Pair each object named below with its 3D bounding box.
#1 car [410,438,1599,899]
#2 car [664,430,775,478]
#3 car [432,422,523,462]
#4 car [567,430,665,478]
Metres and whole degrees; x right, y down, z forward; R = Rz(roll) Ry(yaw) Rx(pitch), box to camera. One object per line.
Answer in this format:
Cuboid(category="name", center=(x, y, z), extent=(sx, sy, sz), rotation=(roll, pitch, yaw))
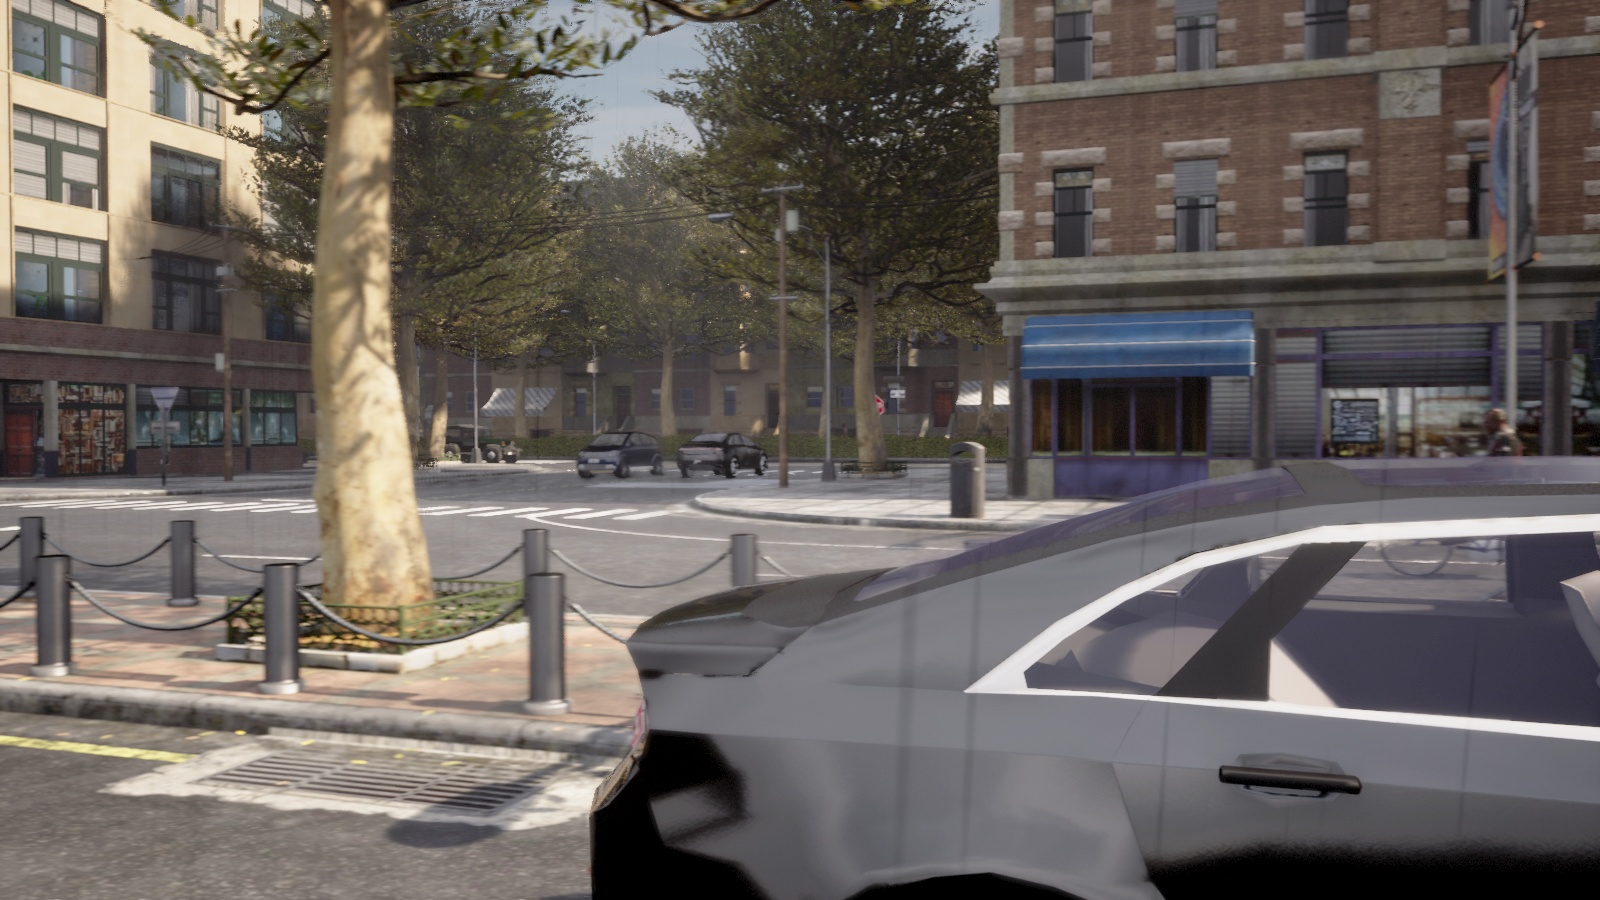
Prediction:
Cuboid(category="car", center=(1.945, 0.749, 2.538), extent=(4.902, 1.511, 2.128), rotation=(1, 1, 19))
Cuboid(category="car", center=(-2.654, 0.087, 42.810), extent=(2.128, 1.511, 4.902), rotation=(1, 1, 18))
Cuboid(category="car", center=(-15.565, -0.407, 60.620), extent=(3.866, 1.878, 1.905), rotation=(1, 1, 19))
Cuboid(category="car", center=(-6.254, 0.093, 42.990), extent=(1.789, 1.549, 3.705), rotation=(1, 1, 20))
